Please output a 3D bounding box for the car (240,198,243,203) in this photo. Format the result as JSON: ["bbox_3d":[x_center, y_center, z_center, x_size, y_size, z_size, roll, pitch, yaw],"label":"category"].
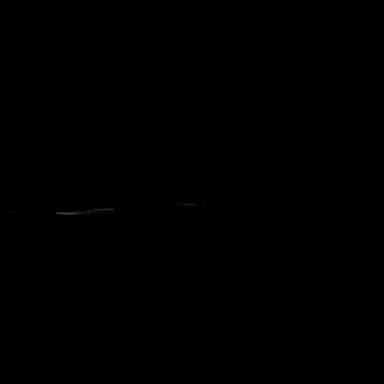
[{"bbox_3d":[8.362,1.427,66.648,1.882,1.535,5.008,0,0,36],"label":"car"}]

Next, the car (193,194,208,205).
[{"bbox_3d":[2.463,1.494,58.550,1.994,1.385,4.181,0,0,37],"label":"car"}]

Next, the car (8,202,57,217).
[{"bbox_3d":[-15.980,1.690,33.612,1.812,1.442,4.674,0,0,36],"label":"car"}]

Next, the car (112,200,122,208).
[{"bbox_3d":[-9.243,1.480,47.966,1.882,1.535,5.008,0,0,36],"label":"car"}]
